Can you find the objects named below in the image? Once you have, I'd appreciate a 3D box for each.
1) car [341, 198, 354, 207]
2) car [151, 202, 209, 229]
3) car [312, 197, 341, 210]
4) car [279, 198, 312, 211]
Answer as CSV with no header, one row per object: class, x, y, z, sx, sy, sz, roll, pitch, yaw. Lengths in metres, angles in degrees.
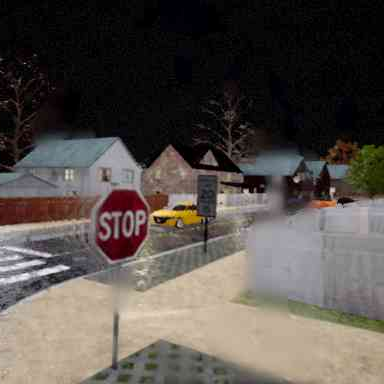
car,22.676,1.553,49.346,1.812,1.442,4.674,3,2,41
car,-0.653,1.455,22.135,1.882,1.535,5.008,3,2,32
car,16.515,1.426,41.648,2.097,1.767,4.553,3,2,39
car,12.689,1.506,41.423,2.033,1.411,5.357,3,2,38
